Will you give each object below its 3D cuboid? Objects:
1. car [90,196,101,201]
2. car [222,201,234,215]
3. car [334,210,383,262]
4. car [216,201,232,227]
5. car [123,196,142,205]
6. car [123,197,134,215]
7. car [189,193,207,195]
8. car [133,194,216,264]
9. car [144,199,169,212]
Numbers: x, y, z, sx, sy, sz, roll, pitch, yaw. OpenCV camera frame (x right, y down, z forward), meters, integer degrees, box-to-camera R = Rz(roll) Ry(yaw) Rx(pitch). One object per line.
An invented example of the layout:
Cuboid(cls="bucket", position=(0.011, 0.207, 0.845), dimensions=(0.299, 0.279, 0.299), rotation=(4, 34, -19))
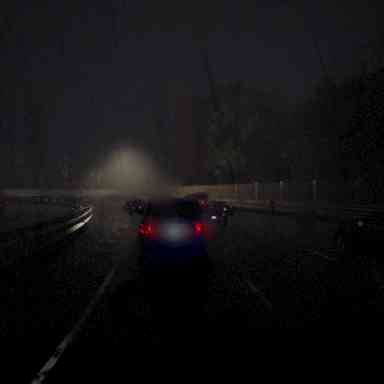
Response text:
Cuboid(cls="car", position=(-23.591, 1.584, 80.934), dimensions=(1.895, 1.301, 4.718), rotation=(0, 0, -27))
Cuboid(cls="car", position=(2.294, 1.518, 31.283), dimensions=(1.994, 1.385, 4.181), rotation=(0, 0, -17))
Cuboid(cls="car", position=(6.364, 1.314, 10.312), dimensions=(2.097, 1.767, 4.553), rotation=(0, 0, -5))
Cuboid(cls="car", position=(0.941, 1.532, 22.359), dimensions=(1.994, 1.385, 4.181), rotation=(0, 0, -11))
Cuboid(cls="car", position=(-10.780, 1.533, 59.853), dimensions=(1.994, 1.385, 4.181), rotation=(0, 0, -31))
Cuboid(cls="car", position=(-5.726, 1.527, 33.623), dimensions=(2.033, 1.411, 5.357), rotation=(0, 0, -19))
Cuboid(cls="car", position=(0.244, 1.172, 37.597), dimensions=(2.150, 2.045, 5.566), rotation=(0, 0, -20))
Cuboid(cls="car", position=(-0.787, 1.209, 11.972), dimensions=(2.150, 2.045, 5.566), rotation=(0, 0, -7))
Cuboid(cls="car", position=(-4.287, 1.530, 39.540), dimensions=(1.994, 1.385, 4.181), rotation=(0, 0, -21))
